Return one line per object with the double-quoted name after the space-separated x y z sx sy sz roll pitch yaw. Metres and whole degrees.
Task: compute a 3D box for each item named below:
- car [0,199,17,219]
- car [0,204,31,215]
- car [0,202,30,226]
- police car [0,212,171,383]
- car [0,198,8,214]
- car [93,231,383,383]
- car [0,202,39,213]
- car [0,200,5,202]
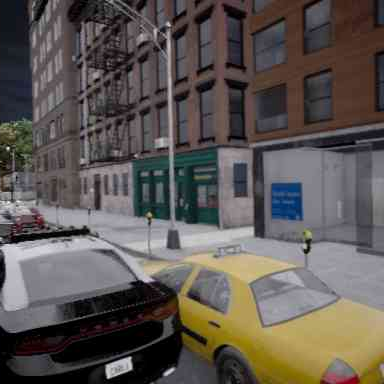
-15.687 1.324 27.128 1.752 1.417 4.829 -2 1 -36 "car"
-7.909 1.427 13.129 1.812 1.442 4.674 -2 1 -36 "car"
-12.378 1.395 22.501 1.802 1.307 4.206 -2 1 -36 "car"
-2.161 1.358 5.080 1.930 1.638 5.238 -2 1 -36 "police car"
-18.796 1.330 31.480 1.887 1.381 4.507 -2 1 -36 "car"
0.353 1.407 4.676 1.752 1.417 4.829 -2 1 -36 "car"
-9.170 1.412 18.012 1.802 1.307 4.206 -2 1 -36 "car"
-11.510 1.338 18.164 1.801 1.575 5.366 -2 1 -36 "car"
